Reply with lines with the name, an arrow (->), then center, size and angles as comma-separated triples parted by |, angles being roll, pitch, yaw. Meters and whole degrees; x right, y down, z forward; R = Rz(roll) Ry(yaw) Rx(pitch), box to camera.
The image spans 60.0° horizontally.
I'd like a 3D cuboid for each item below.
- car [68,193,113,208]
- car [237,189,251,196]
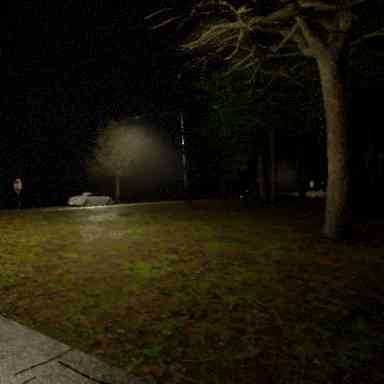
car -> -9.916, 0.782, 32.812 | 1.812, 1.442, 4.674 | -4, -1, 34
car -> 12.150, 0.164, 77.440 | 2.128, 1.511, 4.902 | -4, -1, 34
